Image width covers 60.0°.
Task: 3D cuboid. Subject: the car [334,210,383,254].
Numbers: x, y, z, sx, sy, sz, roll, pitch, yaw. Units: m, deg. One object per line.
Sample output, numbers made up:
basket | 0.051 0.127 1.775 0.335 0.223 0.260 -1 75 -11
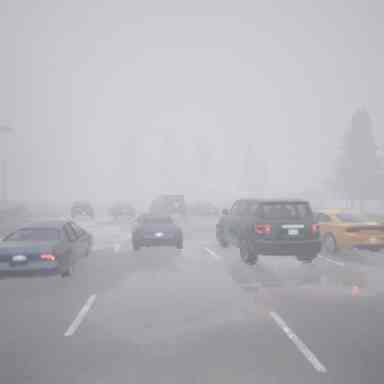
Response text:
car | 5.657 1.448 13.564 1.882 1.535 5.008 0 0 -9

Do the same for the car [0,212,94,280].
car | -4.299 1.564 10.095 2.033 1.411 5.357 0 0 -8

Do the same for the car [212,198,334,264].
car | 2.451 1.208 11.946 2.150 2.045 5.566 0 0 -8

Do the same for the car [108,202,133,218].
car | -6.634 1.585 31.131 1.994 1.385 4.181 0 0 -22

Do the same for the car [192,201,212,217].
car | 0.966 1.551 30.948 1.994 1.385 4.181 0 0 -20

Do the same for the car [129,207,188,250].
car | -1.603 1.567 14.451 1.994 1.385 4.181 0 0 -11

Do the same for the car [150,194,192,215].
car | -2.183 1.223 29.579 2.150 2.045 5.566 0 0 -20

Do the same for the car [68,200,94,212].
car | -10.205 1.543 30.692 1.837 1.490 4.892 0 0 -23
